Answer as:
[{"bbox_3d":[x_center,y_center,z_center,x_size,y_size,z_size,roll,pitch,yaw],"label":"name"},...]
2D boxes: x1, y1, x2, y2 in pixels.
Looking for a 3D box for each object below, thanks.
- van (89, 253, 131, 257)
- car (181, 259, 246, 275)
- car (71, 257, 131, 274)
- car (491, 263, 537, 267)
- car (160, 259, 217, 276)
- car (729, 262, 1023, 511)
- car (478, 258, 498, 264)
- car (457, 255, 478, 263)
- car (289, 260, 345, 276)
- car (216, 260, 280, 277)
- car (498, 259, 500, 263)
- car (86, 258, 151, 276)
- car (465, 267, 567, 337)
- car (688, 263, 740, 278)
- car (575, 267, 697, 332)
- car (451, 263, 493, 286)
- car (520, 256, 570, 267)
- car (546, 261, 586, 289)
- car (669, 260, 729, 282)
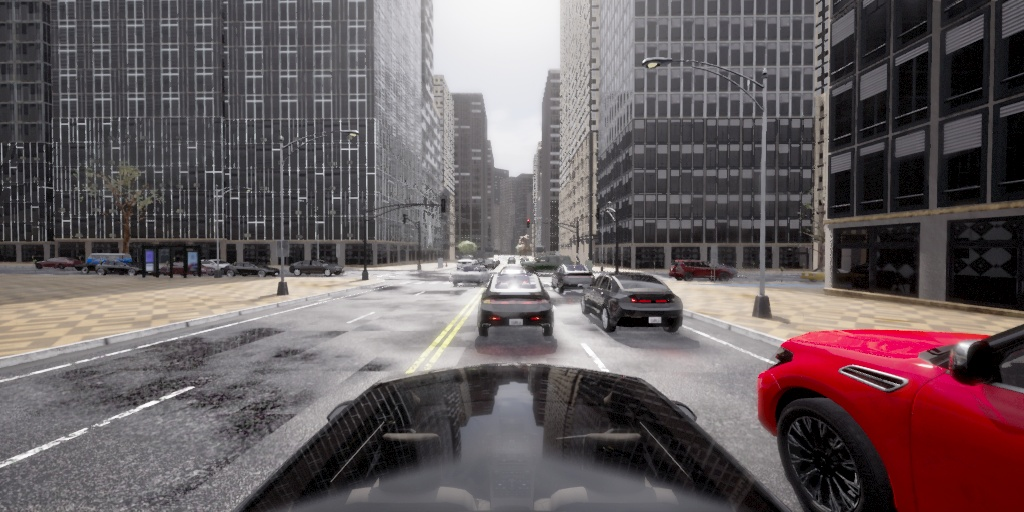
[{"bbox_3d":[-45.325,0.604,40.339,3.998,1.789,1.690,0,0,1],"label":"van"},{"bbox_3d":[-28.393,1.038,34.210,4.674,1.442,1.812,1,1,1],"label":"car"},{"bbox_3d":[-38.615,1.020,34.416,4.718,1.301,1.895,1,1,1],"label":"car"},{"bbox_3d":[0.083,1.288,20.038,2.033,1.411,5.357,0,0,0],"label":"car"},{"bbox_3d":[-28.445,1.138,31.522,4.207,1.307,1.802,0,0,1],"label":"car"},{"bbox_3d":[3.348,0.972,0.934,2.150,2.045,5.566,0,0,0],"label":"car"},{"bbox_3d":[-3.388,1.192,52.077,1.882,1.535,5.008,0,0,0],"label":"car"},{"bbox_3d":[-6.638,0.935,52.526,2.150,2.045,5.566,0,0,0],"label":"car"},{"bbox_3d":[-18.439,1.108,34.000,4.892,1.490,1.837,1,1,2],"label":"car"},{"bbox_3d":[-22.760,1.173,31.394,4.313,1.339,1.948,0,0,1],"label":"car"},{"bbox_3d":[-3.390,1.267,61.663,1.994,1.385,4.181,0,0,0],"label":"car"},{"bbox_3d":[-34.125,1.069,31.690,4.313,1.339,1.948,0,0,1],"label":"car"},{"bbox_3d":[0.091,1.238,10.303,2.128,1.511,4.902,0,0,0],"label":"car"},{"bbox_3d":[20.567,1.464,36.610,4.181,1.385,1.994,1,1,1],"label":"car"},{"bbox_3d":[3.340,1.251,10.798,1.837,1.490,4.892,0,0,0],"label":"car"},{"bbox_3d":[-2.798,1.344,25.022,1.895,1.301,4.718,0,0,6],"label":"car"},{"bbox_3d":[3.547,0.974,36.866,5.566,2.045,2.150,1,1,1],"label":"car"},{"bbox_3d":[3.333,1.232,20.046,2.128,1.511,4.902,0,0,0],"label":"car"},{"bbox_3d":[16.165,1.269,30.904,5.009,1.841,2.192,0,0,1],"label":"car"}]
